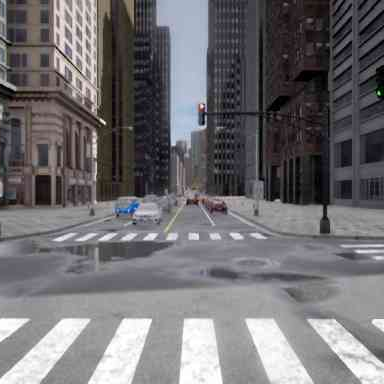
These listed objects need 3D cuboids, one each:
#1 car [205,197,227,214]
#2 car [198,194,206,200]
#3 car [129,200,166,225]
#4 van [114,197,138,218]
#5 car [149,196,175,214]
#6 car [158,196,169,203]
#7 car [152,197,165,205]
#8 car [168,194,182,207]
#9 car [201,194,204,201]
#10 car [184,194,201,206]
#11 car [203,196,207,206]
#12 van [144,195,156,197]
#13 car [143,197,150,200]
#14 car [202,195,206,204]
[{"bbox_3d":[2.752,1.534,35.457,1.887,1.381,4.507,0,0,0],"label":"car"},{"bbox_3d":[2.702,1.442,90.712,1.967,1.590,4.097,0,0,0],"label":"car"},{"bbox_3d":[-3.118,1.516,24.012,1.812,1.442,4.674,0,0,-2],"label":"car"},{"bbox_3d":[-5.800,1.331,29.945,1.690,1.788,3.998,0,0,0],"label":"van"},{"bbox_3d":[-3.123,1.494,35.224,1.837,1.490,4.892,0,0,0],"label":"car"},{"bbox_3d":[-5.820,1.547,68.619,2.008,1.369,4.403,0,0,0],"label":"car"},{"bbox_3d":[-5.814,1.576,57.570,1.802,1.307,4.206,0,0,0],"label":"car"},{"bbox_3d":[-3.107,1.483,49.947,2.128,1.511,4.902,0,0,0],"label":"car"},{"bbox_3d":[2.737,1.518,52.203,1.752,1.417,4.829,0,0,0],"label":"car"},{"bbox_3d":[0.014,1.471,54.790,1.882,1.535,5.008,0,0,0],"label":"car"},{"bbox_3d":[2.747,1.535,40.983,1.887,1.381,4.507,0,0,0],"label":"car"},{"bbox_3d":[-5.809,1.332,46.519,1.690,1.788,3.998,0,0,0],"label":"van"},{"bbox_3d":[-5.803,1.534,35.470,1.887,1.381,4.507,0,0,0],"label":"car"},{"bbox_3d":[2.742,1.536,46.508,1.887,1.381,4.507,0,0,0],"label":"car"}]
